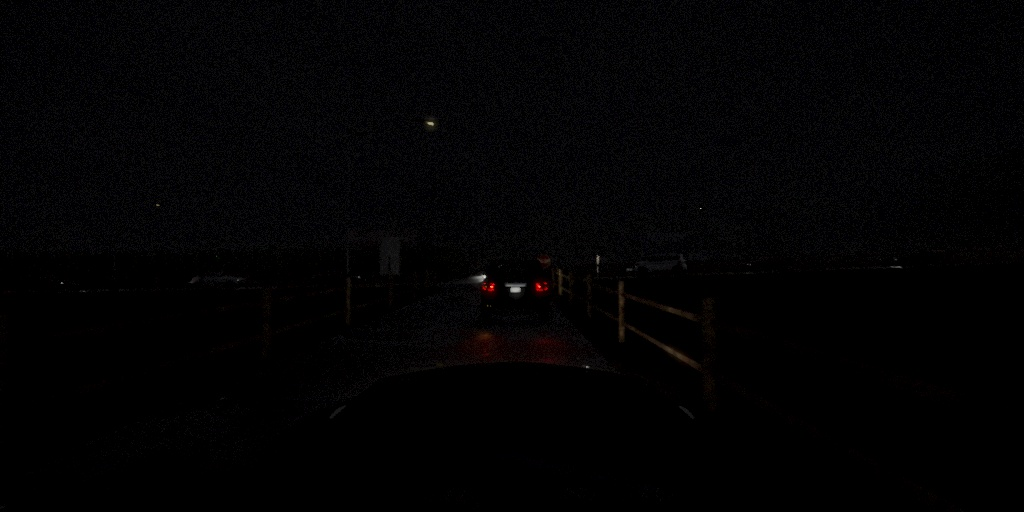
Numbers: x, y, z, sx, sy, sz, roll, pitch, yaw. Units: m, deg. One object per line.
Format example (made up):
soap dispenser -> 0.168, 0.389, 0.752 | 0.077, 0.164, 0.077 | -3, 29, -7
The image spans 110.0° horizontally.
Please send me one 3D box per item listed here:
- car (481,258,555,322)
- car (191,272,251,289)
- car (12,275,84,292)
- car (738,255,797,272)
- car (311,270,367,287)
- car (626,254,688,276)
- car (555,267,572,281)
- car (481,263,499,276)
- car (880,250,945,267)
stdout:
car -> 0.105, 1.110, 13.116 | 2.150, 2.045, 5.566 | 0, -1, 0
car -> -25.905, 2.164, 31.972 | 4.674, 1.442, 1.812 | -1, -3, 0
car -> -41.297, 2.421, 32.000 | 4.902, 1.511, 2.128 | -1, -3, 0
car -> 24.787, 0.742, 34.938 | 5.008, 1.535, 1.882 | -2, -3, 0
car -> -15.363, 1.940, 31.972 | 4.674, 1.442, 1.812 | -1, -3, 0
car -> 14.070, 0.896, 34.946 | 5.566, 2.045, 2.150 | -2, -3, 0
car -> 3.225, 1.539, 29.969 | 1.895, 1.301, 4.718 | -4, 1, 41
car -> -2.816, 1.748, 47.366 | 2.128, 1.511, 4.902 | 0, -1, 0
car -> 38.850, 0.194, 34.926 | 5.008, 1.535, 1.882 | -2, -3, 0
